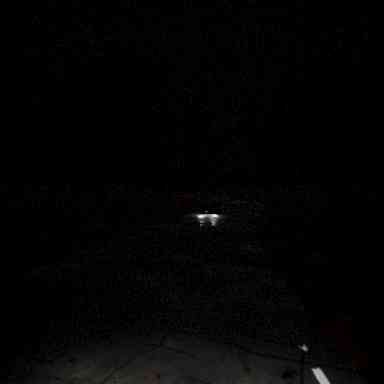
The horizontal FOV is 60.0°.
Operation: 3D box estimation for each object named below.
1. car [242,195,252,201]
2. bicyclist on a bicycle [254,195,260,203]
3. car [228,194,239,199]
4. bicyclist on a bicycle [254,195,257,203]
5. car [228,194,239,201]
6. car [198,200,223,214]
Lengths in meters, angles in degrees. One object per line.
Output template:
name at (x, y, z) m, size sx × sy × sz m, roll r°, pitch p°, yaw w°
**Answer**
car at (12.697, 1.412, 76.963) m, size 2.033 × 1.411 × 5.357 m, roll 0°, pitch 0°, yaw 0°
bicyclist on a bicycle at (12.010, 1.416, 60.328) m, size 0.582 × 1.620 × 1.656 m, roll 0°, pitch 0°, yaw 9°
car at (11.690, 1.233, 94.271) m, size 1.812 × 1.442 × 4.674 m, roll 0°, pitch 1°, yaw -8°
bicyclist on a bicycle at (12.984, 1.379, 68.153) m, size 0.582 × 1.620 × 1.656 m, roll 0°, pitch 0°, yaw 5°
car at (9.705, 1.215, 76.642) m, size 2.033 × 1.411 × 5.357 m, roll 0°, pitch 0°, yaw 2°
car at (2.118, 1.546, 35.600) m, size 2.033 × 1.411 × 5.357 m, roll 1°, pitch 0°, yaw 15°
